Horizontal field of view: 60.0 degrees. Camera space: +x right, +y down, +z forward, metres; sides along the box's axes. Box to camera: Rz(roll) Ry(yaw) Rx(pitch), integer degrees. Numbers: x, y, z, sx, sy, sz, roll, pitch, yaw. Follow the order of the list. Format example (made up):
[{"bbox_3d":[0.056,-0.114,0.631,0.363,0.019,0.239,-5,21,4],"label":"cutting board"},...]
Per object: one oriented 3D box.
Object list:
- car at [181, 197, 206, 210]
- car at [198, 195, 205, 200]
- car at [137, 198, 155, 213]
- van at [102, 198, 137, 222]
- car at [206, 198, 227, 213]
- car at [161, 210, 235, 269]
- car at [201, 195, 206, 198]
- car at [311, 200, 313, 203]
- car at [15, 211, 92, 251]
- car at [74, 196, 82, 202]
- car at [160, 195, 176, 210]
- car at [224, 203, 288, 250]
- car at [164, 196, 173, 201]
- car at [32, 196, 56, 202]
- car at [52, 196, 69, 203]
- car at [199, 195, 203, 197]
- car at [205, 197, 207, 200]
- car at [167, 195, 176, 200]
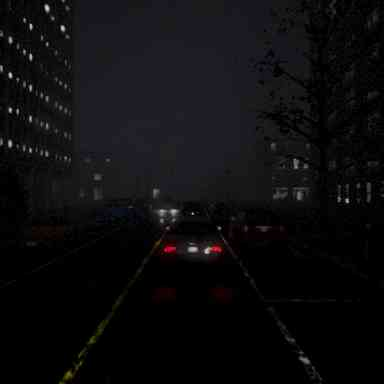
[{"bbox_3d":[0.078,1.504,29.904,1.837,1.490,4.892,0,0,0],"label":"car"},{"bbox_3d":[2.712,1.572,91.938,1.802,1.307,4.206,0,0,0],"label":"car"},{"bbox_3d":[-5.678,1.436,37.140,1.967,1.590,4.097,0,0,0],"label":"car"},{"bbox_3d":[-5.680,1.339,25.755,1.690,1.788,3.998,0,0,0],"label":"van"},{"bbox_3d":[2.700,1.548,31.429,2.008,1.369,4.403,0,0,0],"label":"car"},{"bbox_3d":[0.050,1.547,11.172,2.033,1.411,5.357,0,0,1],"label":"car"},{"bbox_3d":[2.704,1.546,48.505,2.008,1.369,4.403,0,0,0],"label":"car"},{"bbox_3d":[23.658,1.673,60.121,4.206,1.307,1.802,0,-1,1],"label":"car"},{"bbox_3d":[-5.684,1.525,14.201,1.752,1.417,4.829,0,0,0],"label":"car"},{"bbox_3d":[-25.437,1.434,69.302,4.829,1.417,1.752,0,-1,1],"label":"car"},{"bbox_3d":[-3.069,1.521,43.180,1.812,1.442,4.674,0,0,0],"label":"car"},{"bbox_3d":[2.698,1.440,14.353,1.967,1.590,4.097,0,0,0],"label":"car"},{"bbox_3d":[-5.670,1.573,80.910,1.802,1.307,4.206,0,0,0],"label":"car"},{"bbox_3d":[-30.804,1.468,69.386,4.206,1.307,1.802,0,-1,1],"label":"car"},{"bbox_3d":[-25.400,1.416,60.920,4.403,1.369,2.008,0,-1,1],"label":"car"},{"bbox_3d":[2.710,1.557,80.895,1.947,1.339,4.313,0,0,0],"label":"car"},{"bbox_3d":[2.702,1.541,37.121,1.887,1.381,4.507,0,0,0],"label":"car"},{"bbox_3d":[-5.668,1.541,91.953,2.008,1.369,4.403,0,0,0],"label":"car"}]
